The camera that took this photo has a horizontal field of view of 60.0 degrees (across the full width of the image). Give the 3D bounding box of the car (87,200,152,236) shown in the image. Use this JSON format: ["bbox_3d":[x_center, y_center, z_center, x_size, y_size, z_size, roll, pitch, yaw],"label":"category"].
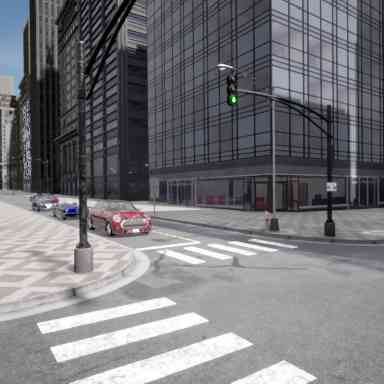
[{"bbox_3d":[-3.927,1.234,17.701,2.097,1.767,4.553,-1,1,-34],"label":"car"}]

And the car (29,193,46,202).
[{"bbox_3d":[-26.107,0.883,56.059,1.837,1.490,4.892,-1,1,-34],"label":"car"}]

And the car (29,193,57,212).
[{"bbox_3d":[-15.427,1.179,34.672,2.128,1.511,4.902,-1,1,-34],"label":"car"}]

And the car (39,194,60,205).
[{"bbox_3d":[-20.554,1.062,47.894,1.994,1.385,4.181,-1,1,-34],"label":"car"}]

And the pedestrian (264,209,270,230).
[{"bbox_3d":[3.897,1.374,17.288,0.500,1.100,0.500,0,0,-34],"label":"pedestrian"}]

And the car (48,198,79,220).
[{"bbox_3d":[-9.605,1.390,26.081,1.895,1.301,4.718,-1,1,-34],"label":"car"}]
